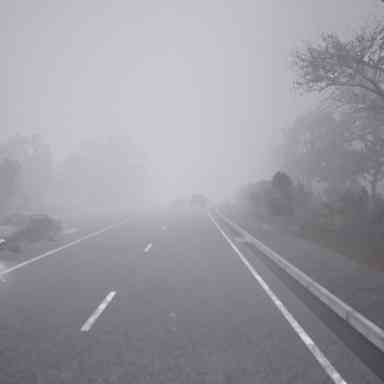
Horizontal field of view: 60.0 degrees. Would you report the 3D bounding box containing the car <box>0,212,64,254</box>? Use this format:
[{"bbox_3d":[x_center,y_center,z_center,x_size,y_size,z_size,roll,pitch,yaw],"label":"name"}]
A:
[{"bbox_3d":[-7.088,1.560,13.763,2.033,1.411,5.357,0,0,0],"label":"car"}]

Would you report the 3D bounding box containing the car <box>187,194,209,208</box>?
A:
[{"bbox_3d":[0.969,1.392,51.897,2.150,2.045,5.566,0,0,6],"label":"car"}]

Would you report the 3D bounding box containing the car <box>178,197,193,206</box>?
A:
[{"bbox_3d":[-1.151,1.695,62.616,1.882,1.535,5.008,0,0,10],"label":"car"}]

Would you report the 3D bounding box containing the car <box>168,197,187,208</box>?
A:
[{"bbox_3d":[-2.493,1.664,52.463,2.128,1.511,4.902,0,0,6],"label":"car"}]

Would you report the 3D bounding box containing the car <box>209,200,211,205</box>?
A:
[{"bbox_3d":[2.380,1.770,62.496,2.033,1.411,5.357,0,0,10],"label":"car"}]
